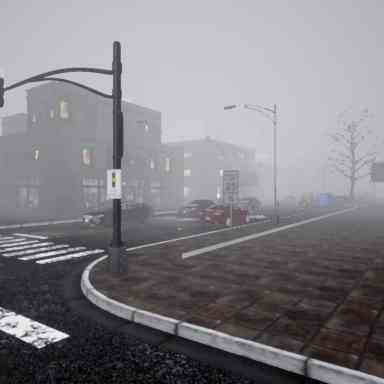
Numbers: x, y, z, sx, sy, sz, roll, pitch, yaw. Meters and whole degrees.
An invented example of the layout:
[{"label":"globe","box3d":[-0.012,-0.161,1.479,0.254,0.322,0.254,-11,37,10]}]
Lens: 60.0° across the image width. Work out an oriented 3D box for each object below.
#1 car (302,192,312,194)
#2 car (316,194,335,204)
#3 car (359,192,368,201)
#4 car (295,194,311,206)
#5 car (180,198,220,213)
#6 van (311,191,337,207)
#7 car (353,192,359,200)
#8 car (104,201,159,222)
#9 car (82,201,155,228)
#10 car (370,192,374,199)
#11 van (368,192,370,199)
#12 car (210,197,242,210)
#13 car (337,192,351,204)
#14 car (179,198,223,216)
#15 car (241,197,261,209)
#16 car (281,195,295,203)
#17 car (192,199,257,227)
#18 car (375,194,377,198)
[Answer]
[{"label":"car","box3d":[22.878,0.862,66.129,2.192,1.841,5.009,0,1,35]},{"label":"car","box3d":[22.180,1.079,54.948,1.882,1.535,5.008,0,0,34]},{"label":"car","box3d":[32.915,0.939,65.919,1.967,1.590,4.097,0,1,35]},{"label":"car","box3d":[16.357,1.270,46.494,1.895,1.301,4.718,0,0,35]},{"label":"car","box3d":[0.911,1.355,34.291,2.008,1.369,4.403,0,1,35]},{"label":"van","box3d":[17.224,1.021,43.176,1.690,1.788,3.998,0,1,35]},{"label":"car","box3d":[26.638,1.115,56.823,1.887,1.381,4.507,0,1,35]},{"label":"car","box3d":[-4.691,1.452,26.173,1.802,1.307,4.206,0,1,35]},{"label":"car","box3d":[-4.769,1.384,21.508,2.128,1.511,4.902,0,0,35]},{"label":"car","box3d":[39.191,0.973,75.017,1.887,1.381,4.507,0,1,35]},{"label":"van","box3d":[36.053,0.805,70.467,1.690,1.788,3.998,0,1,35]},{"label":"car","box3d":[4.049,1.333,38.840,1.947,1.339,4.313,0,1,35]},{"label":"car","box3d":[23.500,1.173,52.274,1.947,1.339,4.313,0,1,35]},{"label":"car","box3d":[0.733,1.353,29.477,1.812,1.442,4.674,0,0,35]},{"label":"car","box3d":[6.296,1.287,37.534,1.812,1.442,4.674,0,0,35]},{"label":"car","box3d":[16.602,1.201,57.033,1.802,1.307,4.206,0,1,35]},{"label":"car","box3d":[2.208,1.403,21.413,1.887,1.381,4.507,0,1,35]},{"label":"car","box3d":[45.468,0.799,84.113,1.967,1.590,4.097,0,1,35]}]
